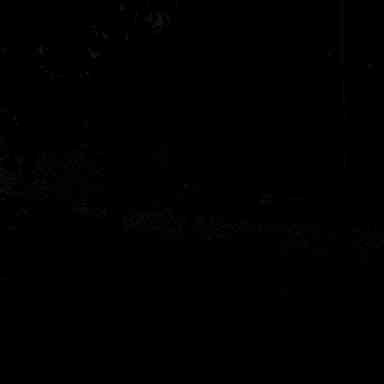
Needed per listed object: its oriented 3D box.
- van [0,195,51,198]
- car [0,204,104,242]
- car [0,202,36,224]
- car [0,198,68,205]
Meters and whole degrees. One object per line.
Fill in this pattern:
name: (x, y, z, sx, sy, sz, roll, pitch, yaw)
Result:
van: (-10.559, 1.280, 20.118, 4.442, 1.987, 1.878, 1, 0, -43)
car: (-6.712, 1.521, 16.170, 4.892, 1.521, 2.231, 1, 0, -43)
car: (-14.233, 1.517, 24.176, 4.792, 1.488, 2.163, 0, 0, -42)
car: (-8.567, 1.389, 18.207, 4.553, 1.767, 2.185, 1, 0, -43)
